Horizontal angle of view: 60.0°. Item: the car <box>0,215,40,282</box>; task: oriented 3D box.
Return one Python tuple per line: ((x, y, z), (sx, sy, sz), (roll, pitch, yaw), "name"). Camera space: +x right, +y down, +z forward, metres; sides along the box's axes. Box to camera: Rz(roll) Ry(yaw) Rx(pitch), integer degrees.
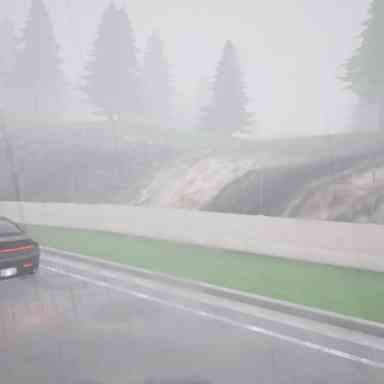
((-5.580, 1.247, 7.991), (4.892, 1.490, 1.837), (3, 1, 36), "car")
